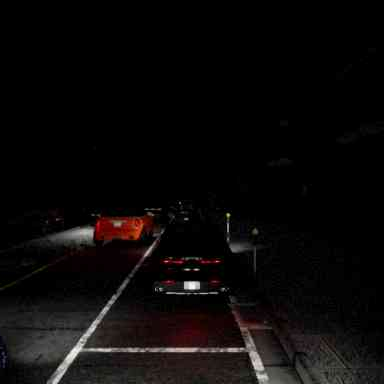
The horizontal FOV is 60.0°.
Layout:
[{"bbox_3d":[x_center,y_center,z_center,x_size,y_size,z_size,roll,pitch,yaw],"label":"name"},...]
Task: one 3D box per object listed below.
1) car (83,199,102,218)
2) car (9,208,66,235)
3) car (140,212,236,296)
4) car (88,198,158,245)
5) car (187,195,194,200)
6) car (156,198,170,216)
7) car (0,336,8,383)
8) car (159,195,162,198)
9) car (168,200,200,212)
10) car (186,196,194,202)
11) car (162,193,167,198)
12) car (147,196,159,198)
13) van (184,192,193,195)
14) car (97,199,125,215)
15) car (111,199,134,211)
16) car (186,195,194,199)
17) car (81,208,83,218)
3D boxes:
[{"bbox_3d":[-5.867,1.491,24.003,2.128,1.511,4.902,0,0,0],"label":"car"},{"bbox_3d":[-8.408,1.582,18.538,1.802,1.307,4.206,0,0,0],"label":"car"},{"bbox_3d":[0.000,1.504,8.650,1.837,1.490,4.892,0,0,0],"label":"car"},{"bbox_3d":[-3.021,1.352,15.642,2.097,1.767,4.553,0,0,0],"label":"car"},{"bbox_3d":[-0.383,1.575,90.427,1.802,1.307,4.206,0,0,0],"label":"car"},{"bbox_3d":[-2.935,1.493,26.990,2.128,1.511,4.902,0,0,0],"label":"car"},{"bbox_3d":[-2.925,1.526,1.708,1.812,1.442,4.674,0,0,0],"label":"car"},{"bbox_3d":[-8.408,1.542,73.374,1.887,1.381,4.507,0,0,0],"label":"car"},{"bbox_3d":[-0.383,1.551,24.063,2.008,1.369,4.403,0,0,0],"label":"car"},{"bbox_3d":[-0.383,1.579,79.064,1.802,1.307,4.206,0,0,0],"label":"car"},{"bbox_3d":[-8.408,1.518,90.251,1.752,1.417,4.829,0,0,0],"label":"car"},{"bbox_3d":[-8.408,1.549,67.693,2.008,1.369,4.403,0,0,0],"label":"car"},{"bbox_3d":[-0.383,1.339,67.702,1.690,1.788,3.998,0,0,0],"label":"van"},{"bbox_3d":[-8.408,1.525,34.923,1.752,1.417,4.829,0,0,0],"label":"car"},{"bbox_3d":[-8.408,1.551,40.611,2.008,1.369,4.403,0,0,0],"label":"car"},{"bbox_3d":[-0.383,1.440,35.101,1.967,1.590,4.097,0,0,0],"label":"car"},{"bbox_3d":[-8.408,1.440,29.575,1.967,1.590,4.097,0,0,0],"label":"car"}]
